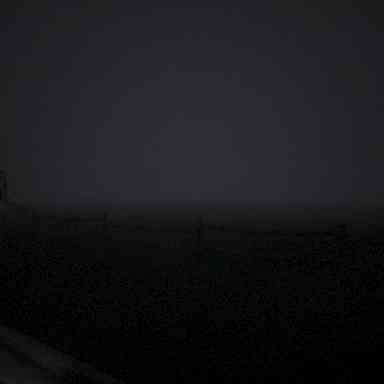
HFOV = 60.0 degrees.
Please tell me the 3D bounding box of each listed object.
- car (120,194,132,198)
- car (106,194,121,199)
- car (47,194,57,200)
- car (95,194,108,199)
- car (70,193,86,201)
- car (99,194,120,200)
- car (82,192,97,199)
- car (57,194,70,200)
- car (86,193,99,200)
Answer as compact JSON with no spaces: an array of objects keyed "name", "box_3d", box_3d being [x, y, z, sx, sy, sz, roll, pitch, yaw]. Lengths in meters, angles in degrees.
[{"name":"car","box_3d":[-17.484,1.287,88.505,1.895,1.301,4.718,0,0,10]},{"name":"car","box_3d":[-20.932,1.224,89.101,2.033,1.411,5.357,0,0,10]},{"name":"car","box_3d":[-33.128,1.319,80.729,1.837,1.490,4.892,0,0,10]},{"name":"car","box_3d":[-24.376,1.229,89.728,1.994,1.385,4.181,0,0,10]},{"name":"car","box_3d":[-26.241,1.384,79.476,2.033,1.411,5.357,0,0,10]},{"name":"car","box_3d":[-19.354,1.327,78.224,1.882,1.535,5.008,0,0,10]},{"name":"car","box_3d":[-27.824,1.024,90.324,2.097,1.767,4.553,0,0,10]},{"name":"car","box_3d":[-29.684,1.304,80.103,1.882,1.535,5.008,0,0,10]},{"name":"car","box_3d":[-22.703,1.199,79.367,2.097,1.767,4.553,0,0,10]}]
